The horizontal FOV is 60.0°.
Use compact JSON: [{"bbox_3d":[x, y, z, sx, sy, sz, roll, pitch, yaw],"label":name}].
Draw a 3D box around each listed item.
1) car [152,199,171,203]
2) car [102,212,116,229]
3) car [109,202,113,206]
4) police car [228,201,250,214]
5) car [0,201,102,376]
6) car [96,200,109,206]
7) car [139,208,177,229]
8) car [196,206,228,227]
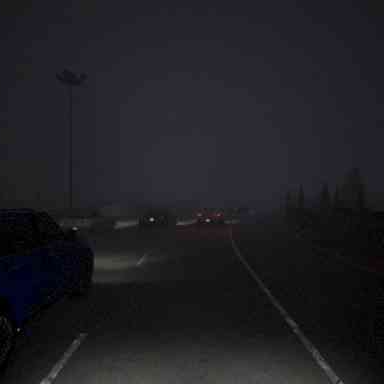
[{"bbox_3d":[-5.489,2.032,59.146,1.882,1.535,5.008,0,-1,28],"label":"car"},{"bbox_3d":[-6.259,1.793,20.579,1.895,1.301,4.718,0,-1,6],"label":"car"},{"bbox_3d":[-13.664,1.937,49.473,1.882,1.535,5.008,0,-1,21],"label":"car"},{"bbox_3d":[5.853,1.890,41.173,2.038,1.542,4.974,0,0,20],"label":"police car"},{"bbox_3d":[-3.401,1.274,5.545,2.150,2.045,5.566,0,-1,0],"label":"car"},{"bbox_3d":[-10.967,1.849,34.791,1.812,1.442,4.674,0,-1,15],"label":"car"},{"bbox_3d":[-2.324,1.783,23.451,1.994,1.385,4.181,0,-1,8],"label":"car"},{"bbox_3d":[1.467,1.761,25.131,1.812,1.442,4.674,0,-1,9],"label":"car"}]
